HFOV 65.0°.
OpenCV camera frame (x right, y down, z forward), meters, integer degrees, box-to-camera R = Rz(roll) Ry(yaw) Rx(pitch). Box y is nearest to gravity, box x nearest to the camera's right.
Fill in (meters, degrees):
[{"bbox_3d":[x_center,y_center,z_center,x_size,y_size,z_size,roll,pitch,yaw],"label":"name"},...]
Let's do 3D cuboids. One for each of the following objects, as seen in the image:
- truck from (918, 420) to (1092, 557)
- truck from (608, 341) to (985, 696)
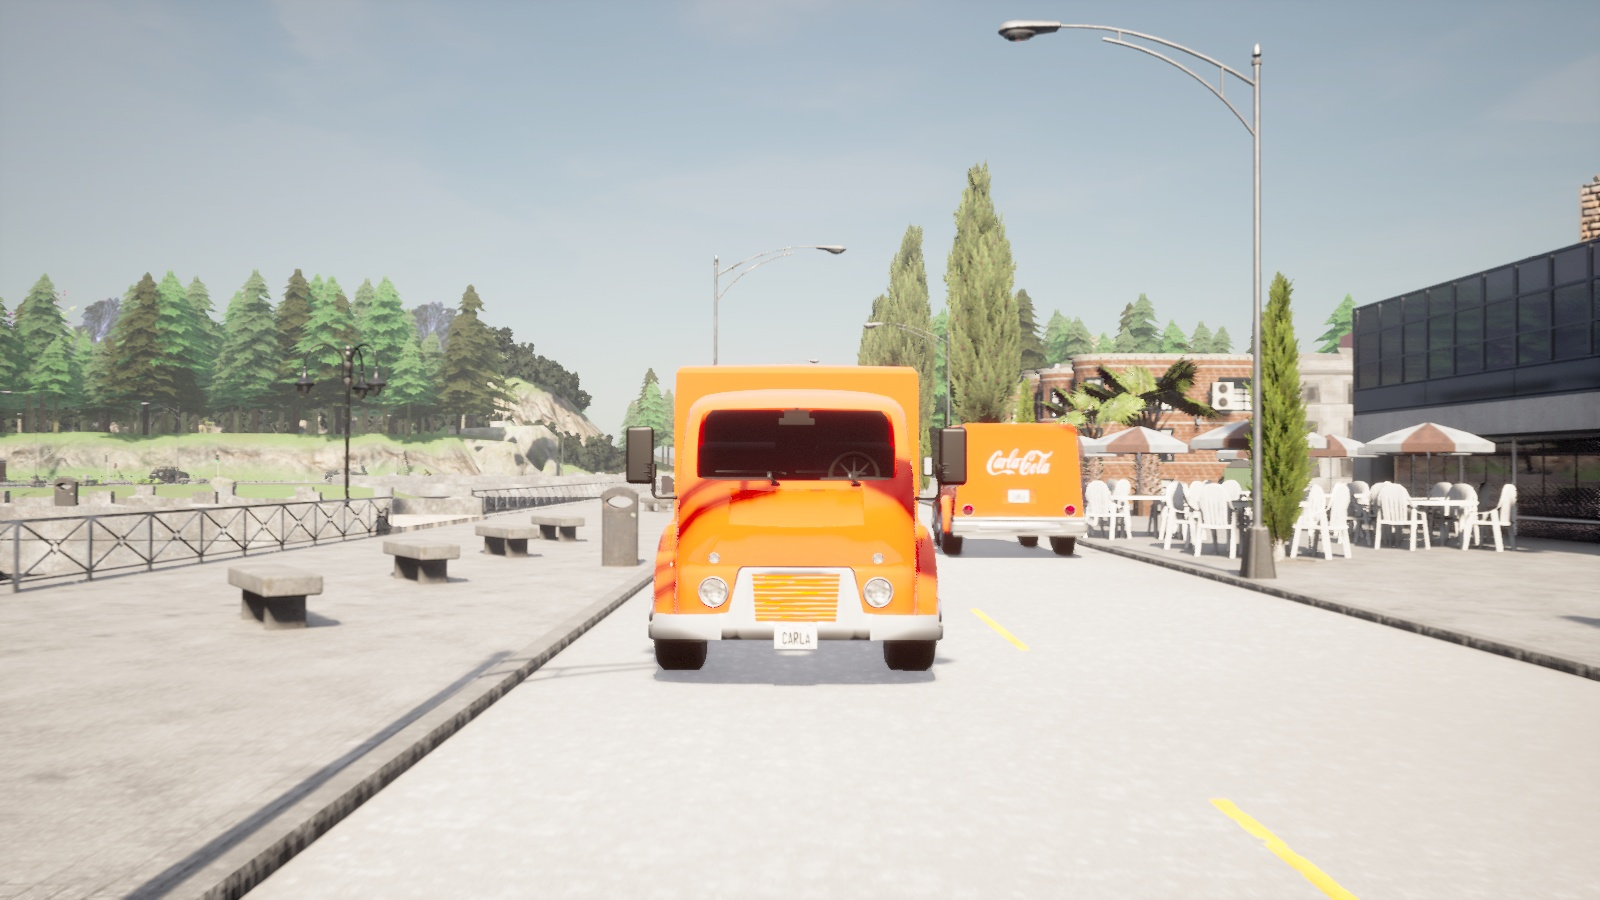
[{"bbox_3d":[3.931,0.734,25.216,2.627,2.467,5.204,0,-1,0],"label":"truck"},{"bbox_3d":[-0.032,0.518,11.373,2.627,2.467,5.204,0,-1,0],"label":"truck"}]
